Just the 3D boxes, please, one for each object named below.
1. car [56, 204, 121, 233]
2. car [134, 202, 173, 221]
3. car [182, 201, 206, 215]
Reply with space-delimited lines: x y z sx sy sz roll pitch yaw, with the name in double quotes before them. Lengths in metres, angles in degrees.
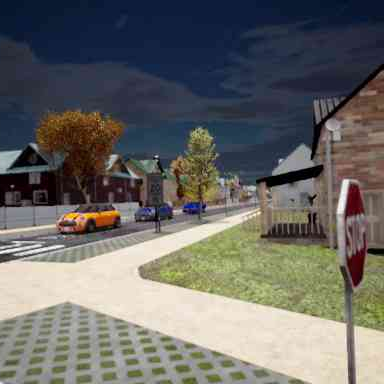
"car" -6.431 1.569 21.066 2.097 1.767 4.553 -2 -1 19
"car" -3.400 1.664 30.057 2.097 1.767 4.553 -2 -1 19
"car" 0.330 1.909 41.083 1.882 1.535 5.008 -2 -1 19
